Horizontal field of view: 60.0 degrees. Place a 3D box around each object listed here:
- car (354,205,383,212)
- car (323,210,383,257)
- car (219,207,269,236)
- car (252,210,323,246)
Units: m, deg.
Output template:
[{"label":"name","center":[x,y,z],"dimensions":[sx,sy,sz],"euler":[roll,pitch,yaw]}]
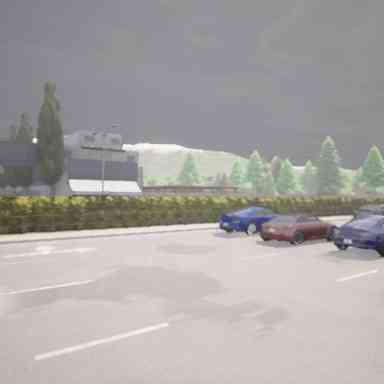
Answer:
[{"label":"car","center":[15.469,1.801,27.790],"dimensions":[4.902,1.511,2.128],"euler":[1,0,-35]},{"label":"car","center":[7.644,1.676,13.601],"dimensions":[4.674,1.442,1.812],"euler":[0,0,-35]},{"label":"car","center":[3.858,1.632,19.497],"dimensions":[5.008,1.535,1.882],"euler":[0,0,-35]},{"label":"car","center":[5.263,1.711,16.207],"dimensions":[4.181,1.385,1.994],"euler":[1,0,-35]}]
